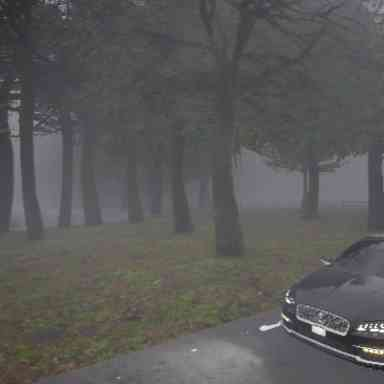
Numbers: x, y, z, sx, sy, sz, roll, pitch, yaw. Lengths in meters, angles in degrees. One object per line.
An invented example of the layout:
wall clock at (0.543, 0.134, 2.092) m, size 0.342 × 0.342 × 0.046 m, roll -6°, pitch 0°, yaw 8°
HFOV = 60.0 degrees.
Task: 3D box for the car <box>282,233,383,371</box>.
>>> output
car at (3.582, 1.504, 5.616) m, size 4.892 × 1.490 × 1.837 m, roll 0°, pitch 0°, yaw -35°
